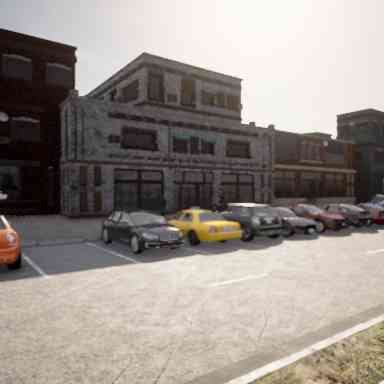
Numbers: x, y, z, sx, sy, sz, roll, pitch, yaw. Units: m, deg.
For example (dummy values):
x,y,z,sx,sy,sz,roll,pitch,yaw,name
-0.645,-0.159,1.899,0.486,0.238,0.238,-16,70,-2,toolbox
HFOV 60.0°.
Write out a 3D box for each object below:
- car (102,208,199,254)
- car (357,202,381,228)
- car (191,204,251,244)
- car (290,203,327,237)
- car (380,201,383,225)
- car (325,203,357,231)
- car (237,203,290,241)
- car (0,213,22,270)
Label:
x,y,z,sx,sy,sz,roll,pitch,yaw,name
-2.173,1.474,13.722,2.231,1.521,4.892,0,0,-35,car
9.064,1.492,21.683,2.231,1.521,4.892,0,0,-35,car
-0.010,1.472,15.477,1.946,1.575,5.366,0,0,-35,car
4.545,1.511,18.447,2.163,1.488,4.792,0,0,-35,car
11.308,1.525,23.320,2.163,1.488,4.792,0,0,-35,car
6.790,1.485,20.083,2.097,1.535,5.008,0,0,-35,car
2.284,1.352,16.844,2.185,1.767,4.553,0,0,-36,car
-6.784,1.347,10.403,2.185,1.767,4.553,0,0,-35,car
